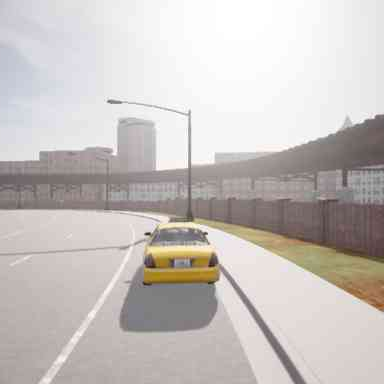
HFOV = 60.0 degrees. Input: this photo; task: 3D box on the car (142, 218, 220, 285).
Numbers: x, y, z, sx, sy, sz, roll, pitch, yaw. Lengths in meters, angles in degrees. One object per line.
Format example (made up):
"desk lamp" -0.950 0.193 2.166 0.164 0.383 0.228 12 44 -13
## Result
"car" -0.421 1.506 9.572 1.801 1.575 5.366 0 -1 -5
